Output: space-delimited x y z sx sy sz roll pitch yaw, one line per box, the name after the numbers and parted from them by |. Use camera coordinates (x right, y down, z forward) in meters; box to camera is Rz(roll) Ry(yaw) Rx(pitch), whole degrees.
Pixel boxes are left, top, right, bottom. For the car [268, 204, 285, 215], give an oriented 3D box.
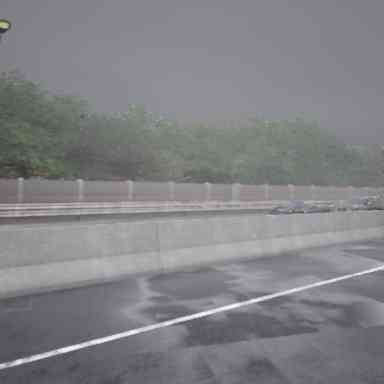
9.840 1.667 32.107 5.357 1.411 2.033 0 0 -34 | car

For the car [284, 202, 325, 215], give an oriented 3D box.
10.375 1.714 28.237 4.718 1.301 1.895 0 0 -34 | car

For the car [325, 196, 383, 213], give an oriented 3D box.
13.163 1.348 25.899 5.566 2.045 2.150 1 0 -34 | car
